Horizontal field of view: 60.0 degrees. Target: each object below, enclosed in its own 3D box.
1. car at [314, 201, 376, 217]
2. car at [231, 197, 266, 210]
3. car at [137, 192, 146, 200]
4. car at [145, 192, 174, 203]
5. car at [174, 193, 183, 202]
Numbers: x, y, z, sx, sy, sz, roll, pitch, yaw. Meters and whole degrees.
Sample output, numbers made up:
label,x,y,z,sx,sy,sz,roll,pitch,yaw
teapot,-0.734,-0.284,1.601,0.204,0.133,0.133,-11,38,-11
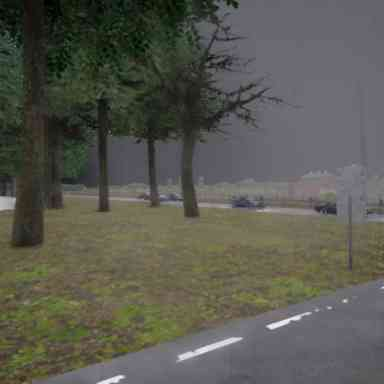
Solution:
label,x,y,z,sx,sy,sz,roll,pitch,yaw
car,13.146,1.482,28.816,1.895,1.301,4.718,-1,1,-36
car,6.439,1.259,38.116,1.994,1.385,4.181,-1,1,-36
car,-8.827,0.786,64.143,1.812,1.442,4.674,-1,1,-36
car,-5.316,0.940,54.510,1.812,1.442,4.674,-1,1,-35
car,-2.975,0.932,56.127,2.033,1.411,5.357,-1,1,-35
